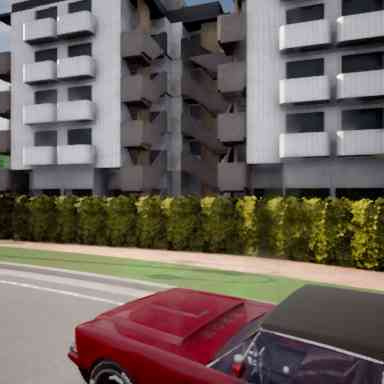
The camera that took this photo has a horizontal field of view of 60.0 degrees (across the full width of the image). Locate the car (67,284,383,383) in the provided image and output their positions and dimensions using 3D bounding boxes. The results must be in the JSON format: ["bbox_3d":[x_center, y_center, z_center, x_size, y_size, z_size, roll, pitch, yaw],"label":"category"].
[{"bbox_3d":[1.017,1.600,3.018,4.718,1.301,1.895,0,0,34],"label":"car"}]
